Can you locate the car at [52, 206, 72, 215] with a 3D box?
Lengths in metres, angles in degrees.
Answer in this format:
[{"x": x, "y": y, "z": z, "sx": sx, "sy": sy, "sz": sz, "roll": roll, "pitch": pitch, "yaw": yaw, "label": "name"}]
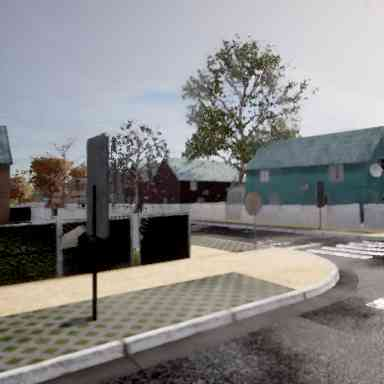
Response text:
[{"x": -18.369, "y": 2.698, "z": 47.250, "sx": 1.895, "sy": 1.301, "sz": 4.718, "roll": 0, "pitch": -2, "yaw": -35, "label": "car"}]
